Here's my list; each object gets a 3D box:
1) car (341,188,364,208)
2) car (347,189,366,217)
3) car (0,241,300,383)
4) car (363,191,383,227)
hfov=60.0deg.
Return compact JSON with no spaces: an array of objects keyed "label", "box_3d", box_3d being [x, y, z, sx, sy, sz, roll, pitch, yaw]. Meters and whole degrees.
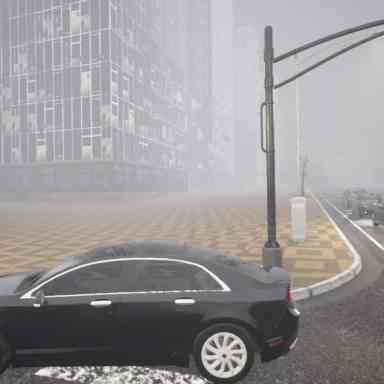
[{"label":"car","box_3d":[13.188,0.453,26.701,2.128,1.511,4.902,-1,2,18]},{"label":"car","box_3d":[11.175,0.759,20.643,1.994,1.385,4.181,-1,2,17]},{"label":"car","box_3d":[-1.014,1.505,4.750,4.892,1.490,1.837,0,0,0]},{"label":"car","box_3d":[9.106,0.928,14.355,2.128,1.511,4.902,-1,2,18]}]
